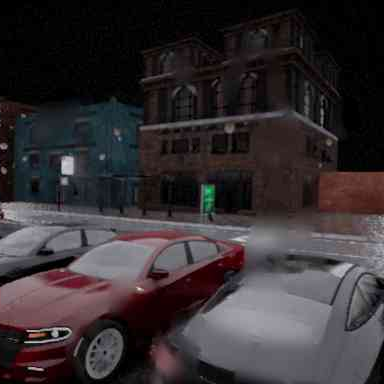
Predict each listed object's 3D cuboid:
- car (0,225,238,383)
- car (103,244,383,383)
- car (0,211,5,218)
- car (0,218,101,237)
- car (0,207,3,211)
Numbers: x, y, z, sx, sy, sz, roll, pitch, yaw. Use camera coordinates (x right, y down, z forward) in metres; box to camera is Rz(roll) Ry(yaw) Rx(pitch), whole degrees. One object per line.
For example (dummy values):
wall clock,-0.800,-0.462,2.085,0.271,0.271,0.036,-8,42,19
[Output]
car,-0.823,1.462,5.741,2.097,1.535,5.008,0,0,35
car,1.443,1.517,4.114,2.002,1.452,4.674,1,0,35
car,-5.349,1.437,8.998,2.163,1.488,4.792,1,1,35
car,-3.094,1.439,7.360,2.097,1.535,5.008,1,0,36
car,-7.633,1.409,10.594,2.002,1.452,4.674,1,1,35
